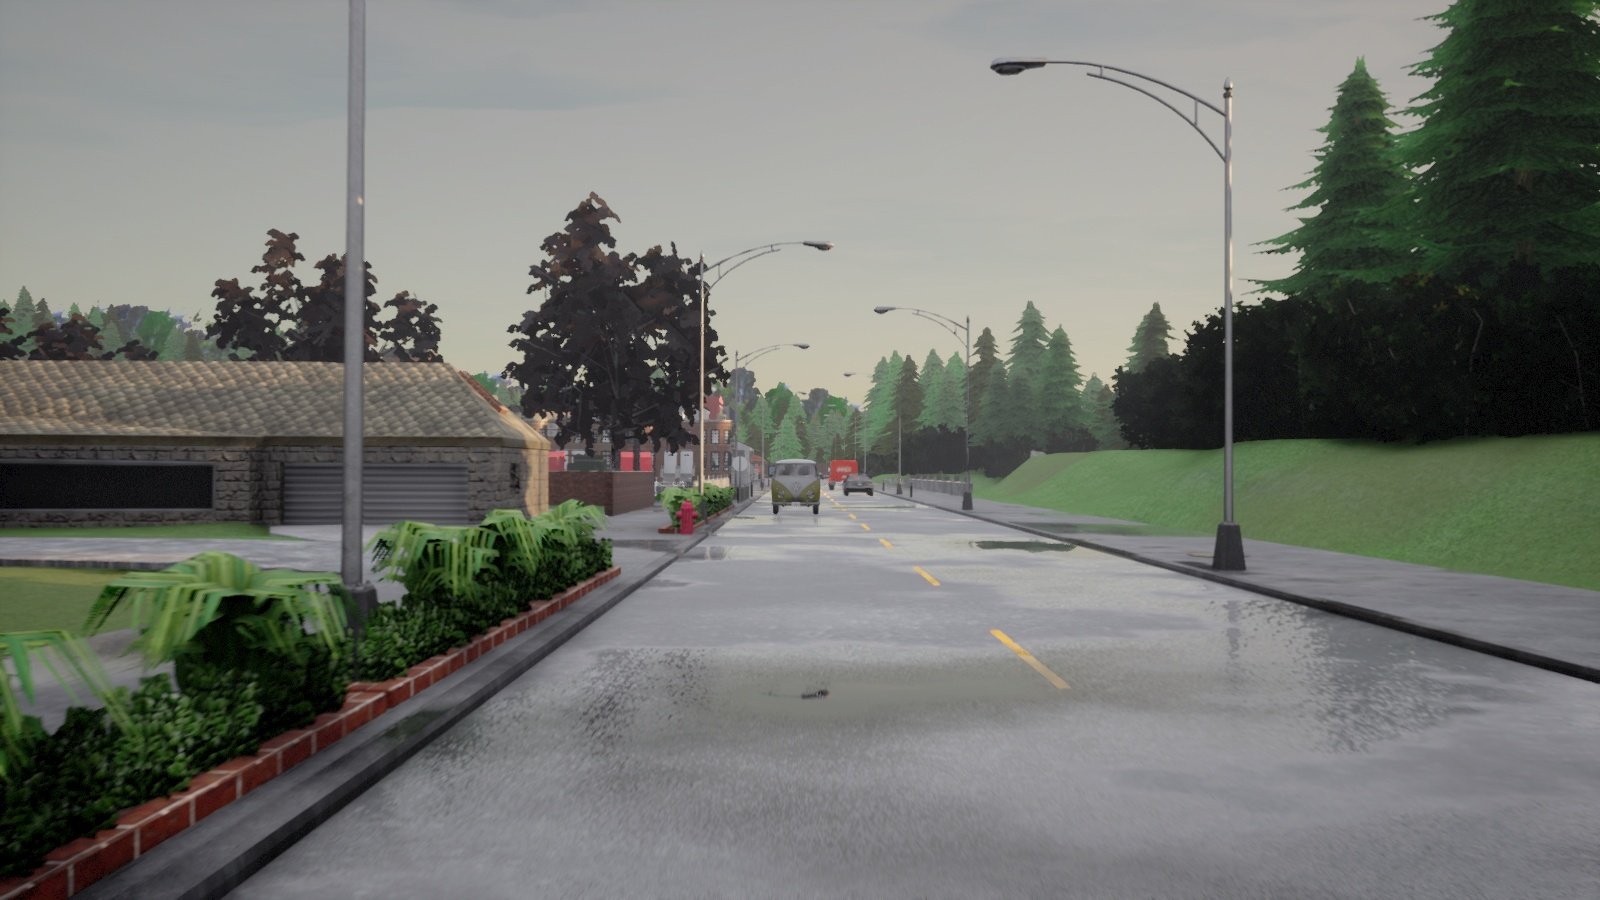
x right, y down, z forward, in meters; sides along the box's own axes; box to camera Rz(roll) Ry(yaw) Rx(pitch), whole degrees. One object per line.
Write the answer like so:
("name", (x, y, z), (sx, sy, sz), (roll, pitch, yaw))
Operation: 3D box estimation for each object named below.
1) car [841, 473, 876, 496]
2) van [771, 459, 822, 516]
("car", (3.744, 2.211, 81.469), (2.033, 1.411, 5.357), (0, -1, 0))
("van", (-0.139, 1.338, 45.990), (1.775, 1.987, 4.442), (0, -1, 0))
